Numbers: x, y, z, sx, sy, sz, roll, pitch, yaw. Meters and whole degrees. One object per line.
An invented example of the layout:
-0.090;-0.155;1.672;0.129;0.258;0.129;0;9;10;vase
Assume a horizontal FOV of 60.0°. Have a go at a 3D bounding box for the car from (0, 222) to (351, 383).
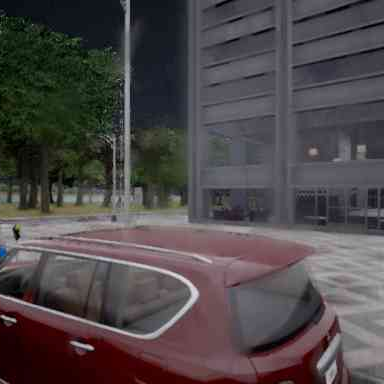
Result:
-0.992;1.314;3.669;5.009;1.841;2.192;0;0;35;car
